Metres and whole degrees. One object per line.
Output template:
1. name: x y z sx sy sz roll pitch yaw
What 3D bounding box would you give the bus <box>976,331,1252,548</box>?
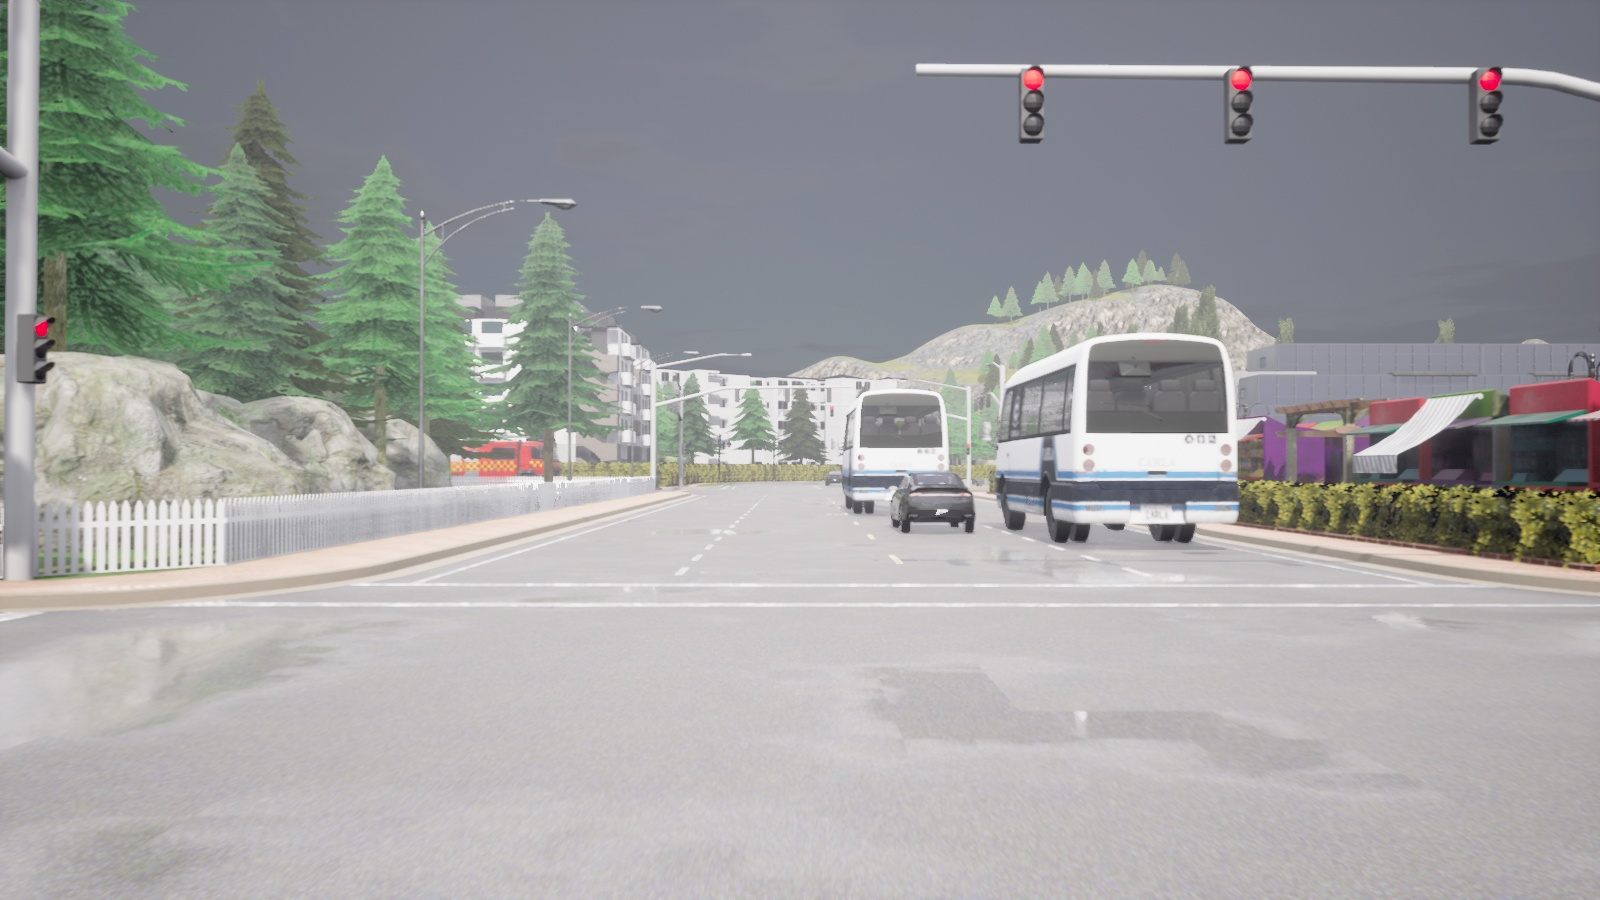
1. bus: 6.902 -0.142 29.891 3.944 4.253 10.273 0 -1 0

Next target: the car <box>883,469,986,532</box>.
1. car: 3.404 1.258 32.766 2.128 1.511 4.902 0 -1 0

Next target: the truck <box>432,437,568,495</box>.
1. truck: -20.300 1.082 85.232 8.468 3.827 2.891 0 -1 1

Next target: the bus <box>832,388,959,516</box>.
1. bus: 3.353 0.143 47.389 3.944 4.253 10.273 0 -1 0
